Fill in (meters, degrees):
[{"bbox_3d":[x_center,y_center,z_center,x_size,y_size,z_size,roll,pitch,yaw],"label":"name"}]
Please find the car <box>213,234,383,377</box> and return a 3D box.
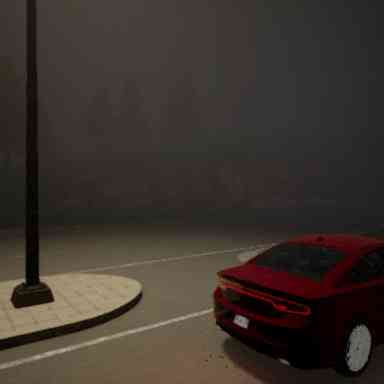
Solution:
[{"bbox_3d":[2.648,1.461,5.590,5.008,1.535,1.882,0,0,-35],"label":"car"}]
